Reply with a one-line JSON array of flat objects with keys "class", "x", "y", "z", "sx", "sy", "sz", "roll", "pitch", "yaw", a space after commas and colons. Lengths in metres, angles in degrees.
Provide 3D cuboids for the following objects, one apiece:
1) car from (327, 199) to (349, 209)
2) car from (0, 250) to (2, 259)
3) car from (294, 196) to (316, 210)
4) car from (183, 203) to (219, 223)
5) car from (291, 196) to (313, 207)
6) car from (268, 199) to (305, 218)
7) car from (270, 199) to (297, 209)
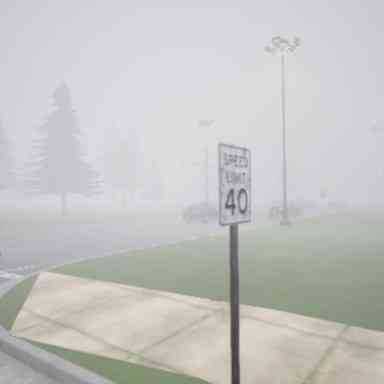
[{"class": "car", "x": 20.790, "y": 1.685, "z": 47.157, "sx": 1.895, "sy": 1.301, "sz": 4.718, "roll": -1, "pitch": 0, "yaw": 38}, {"class": "car", "x": -7.125, "y": 1.612, "z": 8.911, "sx": 1.882, "sy": 1.535, "sz": 5.008, "roll": -3, "pitch": 0, "yaw": -6}, {"class": "car", "x": 15.389, "y": 1.682, "z": 45.912, "sx": 2.033, "sy": 1.411, "sz": 5.357, "roll": -1, "pitch": 0, "yaw": 38}, {"class": "car", "x": 1.275, "y": 1.656, "z": 27.404, "sx": 2.128, "sy": 1.511, "sz": 4.902, "roll": -1, "pitch": 0, "yaw": 38}, {"class": "car", "x": 18.457, "y": 1.518, "z": 55.756, "sx": 2.097, "sy": 1.767, "sz": 4.553, "roll": -1, "pitch": 0, "yaw": 37}, {"class": "car", "x": 8.739, "y": 1.636, "z": 31.387, "sx": 1.812, "sy": 1.442, "sz": 4.674, "roll": -1, "pitch": -1, "yaw": 38}, {"class": "car", "x": 13.663, "y": 1.724, "z": 49.437, "sx": 2.033, "sy": 1.411, "sz": 5.357, "roll": -1, "pitch": 0, "yaw": 38}]
